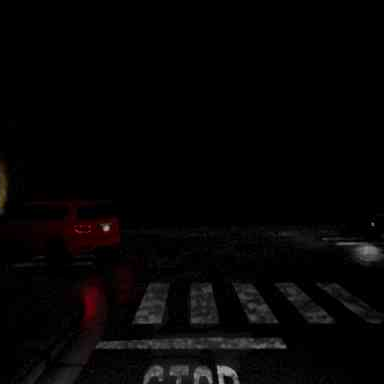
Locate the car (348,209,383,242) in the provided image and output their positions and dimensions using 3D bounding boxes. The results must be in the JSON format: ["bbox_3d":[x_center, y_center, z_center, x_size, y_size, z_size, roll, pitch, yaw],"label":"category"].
[{"bbox_3d":[9.324,1.174,14.184,5.008,1.535,1.882,-2,1,0],"label":"car"}]

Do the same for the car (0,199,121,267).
[{"bbox_3d":[-5.162,1.297,11.858,5.566,2.045,2.150,-1,1,26],"label":"car"}]
